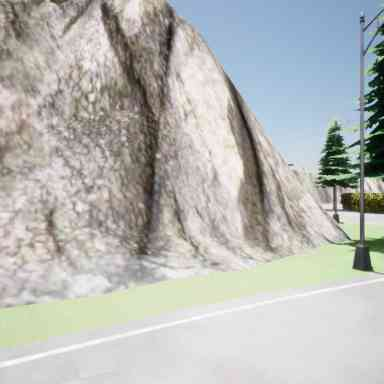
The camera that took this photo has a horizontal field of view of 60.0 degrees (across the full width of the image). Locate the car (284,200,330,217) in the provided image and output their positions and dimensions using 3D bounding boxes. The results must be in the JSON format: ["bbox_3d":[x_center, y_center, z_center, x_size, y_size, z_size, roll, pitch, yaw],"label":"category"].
[{"bbox_3d":[10.726,1.525,31.424,1.812,1.442,4.674,0,0,-25],"label":"car"}]
